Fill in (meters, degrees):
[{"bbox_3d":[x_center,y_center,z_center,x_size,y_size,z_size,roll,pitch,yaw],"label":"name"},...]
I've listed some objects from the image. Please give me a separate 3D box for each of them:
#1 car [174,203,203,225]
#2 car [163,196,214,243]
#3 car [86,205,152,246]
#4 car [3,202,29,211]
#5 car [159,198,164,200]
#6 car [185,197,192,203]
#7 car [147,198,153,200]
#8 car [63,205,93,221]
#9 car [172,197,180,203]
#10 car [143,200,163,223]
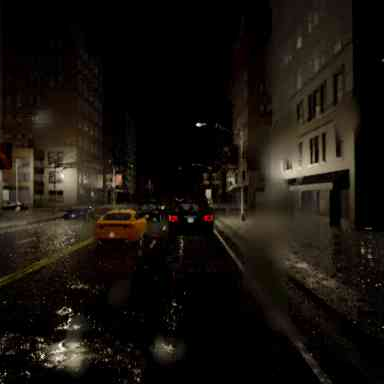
[{"bbox_3d":[-0.297,1.695,27.356,2.128,1.511,4.902,0,0,-1],"label":"car"},{"bbox_3d":[-0.083,1.350,17.172,2.150,2.045,5.566,0,0,-1],"label":"car"},{"bbox_3d":[-3.319,1.618,16.136,1.882,1.535,5.008,0,0,-1],"label":"car"},{"bbox_3d":[-25.912,2.090,48.039,4.313,1.339,1.947,0,-1,0],"label":"car"},{"bbox_3d":[-7.456,2.200,84.267,1.994,1.385,4.181,0,0,-1],"label":"car"},{"bbox_3d":[-1.014,2.121,89.310,1.882,1.535,5.008,0,0,-1],"label":"car"},{"bbox_3d":[-10.706,2.220,84.229,1.994,1.385,4.181,0,0,-1],"label":"car"},{"bbox_3d":[-10.104,1.849,30.195,1.994,1.385,4.181,0,-1,0],"label":"car"},{"bbox_3d":[-4.268,2.190,89.688,1.812,1.442,4.674,0,0,-1],"label":"car"},{"bbox_3d":[-3.457,1.706,28.045,1.882,1.535,5.008,0,0,0],"label":"car"}]
